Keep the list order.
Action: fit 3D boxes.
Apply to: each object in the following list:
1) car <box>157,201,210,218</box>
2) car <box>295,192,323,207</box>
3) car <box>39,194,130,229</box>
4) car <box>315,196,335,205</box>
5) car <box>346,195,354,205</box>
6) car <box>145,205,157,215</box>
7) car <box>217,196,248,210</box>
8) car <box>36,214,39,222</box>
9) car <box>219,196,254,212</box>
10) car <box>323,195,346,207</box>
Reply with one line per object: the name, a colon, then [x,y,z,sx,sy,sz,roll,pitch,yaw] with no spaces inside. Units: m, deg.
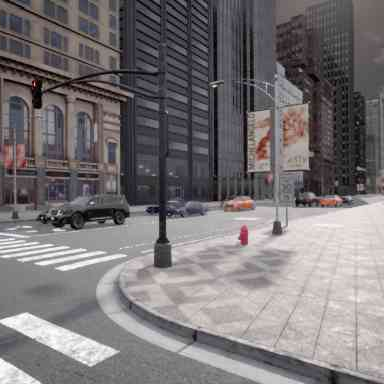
car: [-0.396,1.485,30.202,2.033,1.411,5.357,-1,0,35]
car: [16.758,1.083,48.374,2.150,2.045,5.566,-1,0,36]
car: [-6.519,1.187,21.598,2.150,2.045,5.566,-1,0,35]
car: [22.851,1.397,56.930,2.033,1.411,5.357,-1,0,35]
car: [25.281,1.331,54.740,1.837,1.490,4.892,-1,0,35]
car: [-2.417,1.561,32.963,1.895,1.301,4.718,-1,0,35]
car: [5.458,1.406,43.998,1.882,1.535,5.008,-1,0,36]
car: [-8.875,1.552,23.886,1.994,1.385,4.181,-1,0,35]
car: [5.365,1.266,38.254,2.097,1.767,4.553,-1,0,36]
car: [19.897,1.188,47.174,2.097,1.767,4.553,-1,0,36]
